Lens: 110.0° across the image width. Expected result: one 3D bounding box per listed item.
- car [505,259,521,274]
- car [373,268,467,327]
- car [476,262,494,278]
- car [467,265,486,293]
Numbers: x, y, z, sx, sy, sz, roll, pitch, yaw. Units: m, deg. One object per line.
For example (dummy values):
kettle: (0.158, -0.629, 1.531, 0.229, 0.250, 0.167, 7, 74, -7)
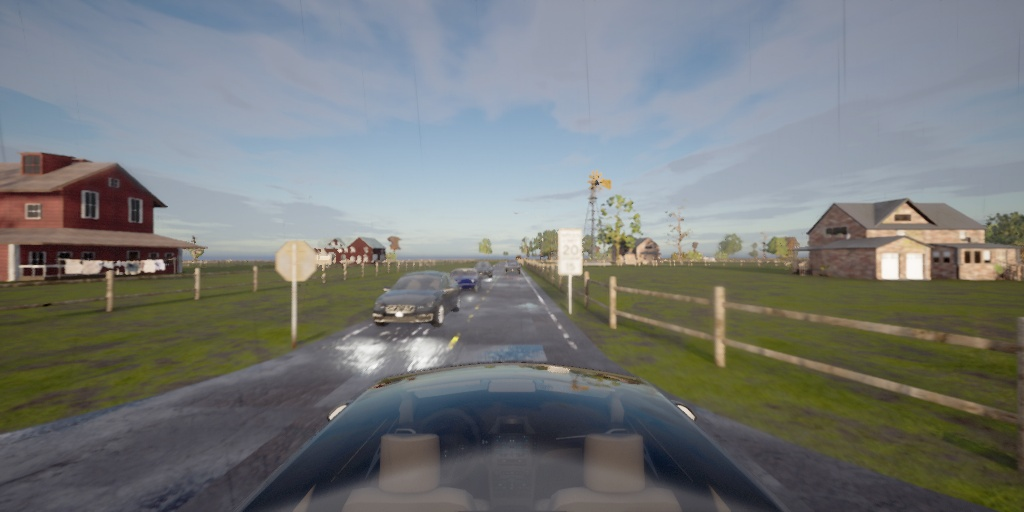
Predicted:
car: (0.088, 1.387, 42.835, 2.128, 1.511, 4.902, 0, 0, 0)
car: (-2.881, 1.293, 11.809, 1.837, 1.490, 4.892, 0, 0, 2)
car: (-2.839, 1.375, 35.506, 1.837, 1.490, 4.892, 0, 0, 0)
car: (-2.852, 1.424, 21.637, 1.895, 1.301, 4.718, 0, 0, 0)
